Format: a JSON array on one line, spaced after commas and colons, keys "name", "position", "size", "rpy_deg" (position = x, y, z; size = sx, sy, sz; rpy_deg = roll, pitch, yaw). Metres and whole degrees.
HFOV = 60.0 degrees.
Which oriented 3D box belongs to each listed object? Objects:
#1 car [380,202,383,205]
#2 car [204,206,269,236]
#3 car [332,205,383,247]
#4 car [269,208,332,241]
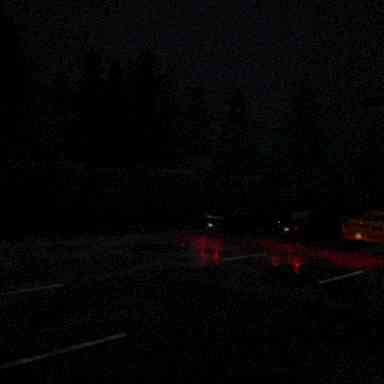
[{"name": "car", "position": [18.160, 1.582, 29.628], "size": [4.892, 1.490, 1.837], "rpy_deg": [-1, 0, -35]}, {"name": "car", "position": [2.932, 1.522, 18.734], "size": [4.902, 1.511, 2.128], "rpy_deg": [0, 0, -36]}, {"name": "car", "position": [8.279, 1.512, 13.950], "size": [5.008, 1.535, 1.882], "rpy_deg": [0, 0, -35]}, {"name": "car", "position": [6.283, 1.561, 16.824], "size": [4.674, 1.442, 1.812], "rpy_deg": [0, 0, -35]}]
